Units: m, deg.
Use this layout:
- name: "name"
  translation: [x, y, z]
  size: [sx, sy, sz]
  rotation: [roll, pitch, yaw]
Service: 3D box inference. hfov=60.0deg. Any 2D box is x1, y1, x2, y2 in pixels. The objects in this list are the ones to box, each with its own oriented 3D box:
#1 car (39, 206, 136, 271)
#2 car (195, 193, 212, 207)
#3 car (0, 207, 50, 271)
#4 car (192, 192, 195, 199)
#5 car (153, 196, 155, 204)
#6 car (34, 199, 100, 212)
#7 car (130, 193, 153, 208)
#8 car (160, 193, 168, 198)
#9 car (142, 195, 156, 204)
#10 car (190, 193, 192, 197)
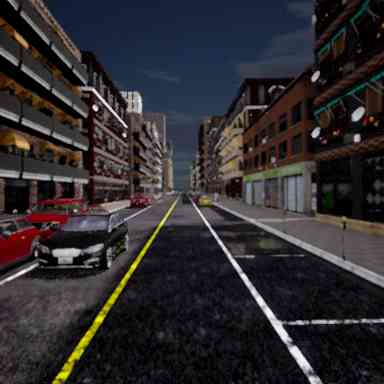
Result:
- name: "car"
  translation: [-3.238, 1.440, 10.801]
  size: [2.128, 1.511, 4.902]
  rotation: [-1, 0, -1]
- name: "car"
  translation: [1.661, 1.178, 43.494]
  size: [1.752, 1.417, 4.829]
  rotation: [0, 0, -1]
- name: "car"
  translation: [-5.893, 1.425, 9.317]
  size: [1.967, 1.590, 4.097]
  rotation: [0, 0, -1]
- name: "car"
  translation: [1.392, 1.114, 54.593]
  size: [1.887, 1.381, 4.507]
  rotation: [0, 0, -1]
- name: "car"
  translation: [-6.850, 1.133, 48.758]
  size: [1.967, 1.590, 4.097]
  rotation: [0, 0, -1]
- name: "car"
  translation: [-6.030, 1.259, 14.951]
  size: [2.192, 1.841, 5.009]
  rotation: [0, 0, -1]
- name: "car"
  translation: [-6.714, 1.050, 43.123]
  size: [2.192, 1.841, 5.009]
  rotation: [0, 0, -1]
- name: "car"
  translation: [-7.943, 0.902, 93.834]
  size: [2.008, 1.369, 4.403]
  rotation: [0, 0, -1]
- name: "car"
  translation: [-6.986, 1.195, 54.394]
  size: [1.887, 1.381, 4.507]
  rotation: [0, 0, -1]
- name: "car"
  translation: [0.845, 0.950, 77.130]
  size: [2.008, 1.369, 4.403]
  rotation: [0, 0, -1]
